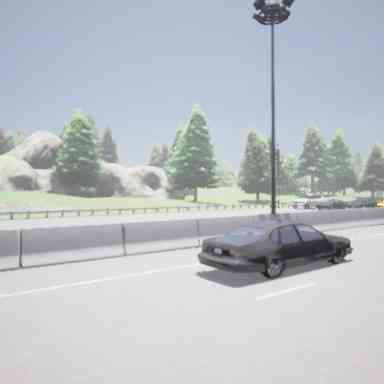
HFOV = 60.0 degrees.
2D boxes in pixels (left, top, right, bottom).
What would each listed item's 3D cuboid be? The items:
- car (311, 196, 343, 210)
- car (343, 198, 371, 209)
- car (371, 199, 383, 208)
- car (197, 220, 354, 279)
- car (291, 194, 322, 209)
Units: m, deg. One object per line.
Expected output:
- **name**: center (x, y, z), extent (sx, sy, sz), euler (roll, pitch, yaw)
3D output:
- **car**: center (18.353, 1.617, 43.392), extent (5.357, 1.411, 2.033), euler (0, 0, -36)
- **car**: center (21.184, 1.554, 41.120), extent (4.892, 1.490, 1.837), euler (0, 0, -36)
- **car**: center (23.023, 1.509, 38.132), extent (5.008, 1.535, 1.882), euler (0, 0, -36)
- **car**: center (2.714, 1.573, 10.112), extent (5.357, 1.411, 2.033), euler (0, 0, -36)
- **car**: center (16.119, 1.311, 46.093), extent (5.566, 2.045, 2.150), euler (0, 0, -36)
